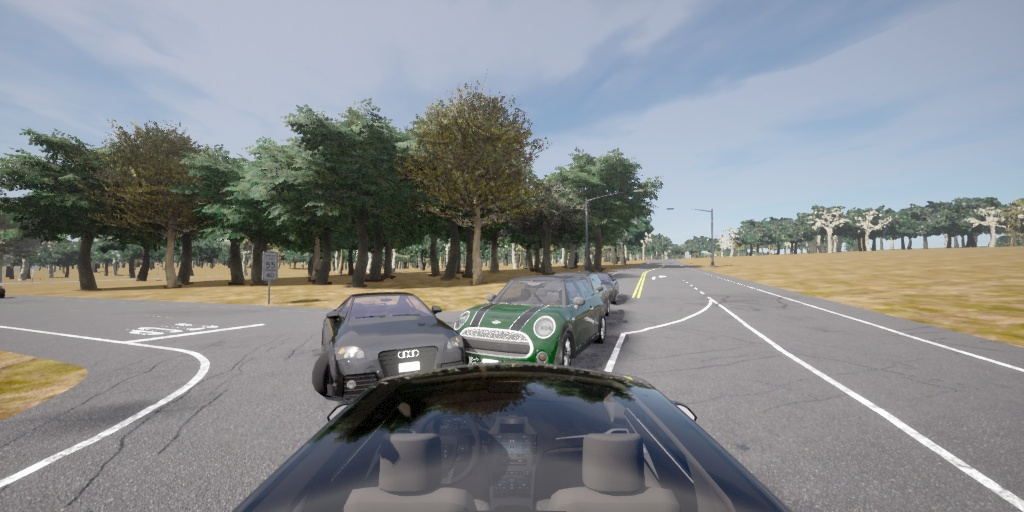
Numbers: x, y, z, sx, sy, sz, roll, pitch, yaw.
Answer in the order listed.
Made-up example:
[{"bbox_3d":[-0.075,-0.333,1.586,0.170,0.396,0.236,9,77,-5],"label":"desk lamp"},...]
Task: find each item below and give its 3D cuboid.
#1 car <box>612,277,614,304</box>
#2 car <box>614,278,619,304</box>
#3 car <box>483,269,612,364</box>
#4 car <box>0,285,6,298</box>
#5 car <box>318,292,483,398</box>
[{"bbox_3d":[2.025,1.344,12.117,2.097,1.767,4.553,-1,-1,21],"label":"car"},{"bbox_3d":[4.219,1.509,17.844,1.994,1.385,4.181,-1,0,19],"label":"car"},{"bbox_3d":[0.619,1.218,7.804,2.097,1.767,4.553,-1,-2,26],"label":"car"},{"bbox_3d":[-40.859,2.560,27.362,4.181,1.385,1.994,-2,-3,22],"label":"car"},{"bbox_3d":[-2.353,1.376,6.599,1.994,1.385,4.181,1,-2,-29],"label":"car"}]
